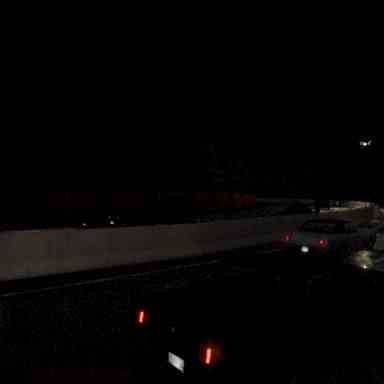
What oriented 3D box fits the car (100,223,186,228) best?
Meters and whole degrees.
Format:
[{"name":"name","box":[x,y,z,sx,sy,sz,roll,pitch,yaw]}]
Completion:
[{"name":"car","box":[-2.398,1.382,20.349,5.566,2.045,2.150,1,-1,-43]}]

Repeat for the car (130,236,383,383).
[{"name":"car","box":[1.563,1.656,5.153,4.718,1.301,1.895,1,-1,-38]}]

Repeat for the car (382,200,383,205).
[{"name":"car","box":[44.813,2.023,74.543,2.150,2.045,5.566,0,0,5]}]

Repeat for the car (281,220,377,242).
[{"name":"car","box":[5.620,1.753,13.230,4.718,1.301,1.895,1,-1,-43]}]

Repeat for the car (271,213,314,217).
[{"name":"car","box":[8.043,1.827,26.039,2.033,1.411,5.357,0,-1,41]}]
